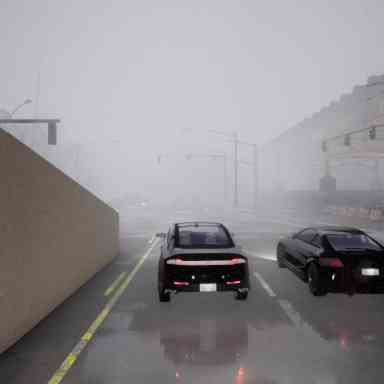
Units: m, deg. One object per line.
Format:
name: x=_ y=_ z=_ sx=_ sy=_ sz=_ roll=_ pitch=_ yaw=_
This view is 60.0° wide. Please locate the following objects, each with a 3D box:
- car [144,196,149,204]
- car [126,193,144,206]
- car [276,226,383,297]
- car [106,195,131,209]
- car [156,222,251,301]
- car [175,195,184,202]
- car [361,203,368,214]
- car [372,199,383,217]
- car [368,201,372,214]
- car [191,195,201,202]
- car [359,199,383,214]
car: x=-9.771 y=1.563 z=65.885 sx=1.994 sy=1.385 sz=4.181 roll=0 pitch=0 yaw=2
car: x=-10.082 y=1.221 z=55.913 sx=2.150 sy=2.045 sz=5.566 roll=0 pitch=0 yaw=2
car: x=3.575 y=1.564 z=8.643 sx=1.994 sy=1.385 sz=4.181 roll=0 pitch=0 yaw=0
car: x=-10.343 y=1.547 z=45.982 sx=2.033 sy=1.411 sz=5.357 roll=0 pitch=0 yaw=2
car: x=0.137 y=1.492 z=8.358 sx=2.128 sy=1.511 sz=4.902 roll=0 pitch=0 yaw=-4
car: x=-2.634 y=1.354 z=70.023 sx=2.033 sy=1.411 sz=5.357 roll=0 pitch=0 yaw=1
car: x=17.553 y=1.452 z=31.386 sx=4.974 sy=1.542 sz=2.038 roll=0 pitch=0 yaw=-45
car: x=17.477 y=1.295 z=26.737 sx=1.853 sy=1.218 sz=4.536 roll=0 pitch=0 yaw=-35
car: x=17.447 y=1.452 z=26.779 sx=2.038 sy=1.542 sz=4.974 roll=0 pitch=0 yaw=-35
car: x=0.865 y=1.354 z=69.934 sx=2.033 sy=1.411 sz=5.357 roll=0 pitch=0 yaw=1
car: x=17.590 y=1.295 z=31.423 sx=4.536 sy=1.218 sz=1.853 roll=0 pitch=0 yaw=-45
